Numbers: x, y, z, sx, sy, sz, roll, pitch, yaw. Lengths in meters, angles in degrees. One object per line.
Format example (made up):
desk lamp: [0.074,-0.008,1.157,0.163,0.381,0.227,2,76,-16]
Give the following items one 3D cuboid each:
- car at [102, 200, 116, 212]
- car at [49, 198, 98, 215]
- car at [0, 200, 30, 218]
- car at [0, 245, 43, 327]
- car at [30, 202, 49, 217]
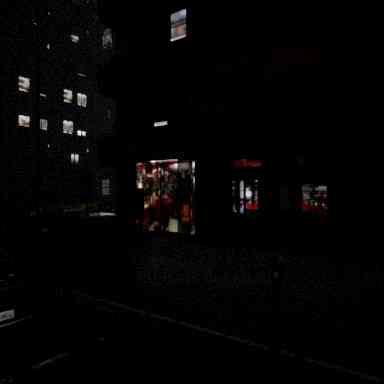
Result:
car: [-6.593,1.234,32.229,1.994,1.385,4.181,0,1,35]
car: [-10.949,1.249,30.497,1.752,1.417,4.829,1,1,35]
car: [-13.622,1.350,21.807,1.837,1.490,4.892,0,1,32]
car: [-4.473,1.551,6.062,4.403,1.369,2.008,0,0,35]
car: [-14.039,1.350,26.071,2.008,1.369,4.403,1,1,35]
